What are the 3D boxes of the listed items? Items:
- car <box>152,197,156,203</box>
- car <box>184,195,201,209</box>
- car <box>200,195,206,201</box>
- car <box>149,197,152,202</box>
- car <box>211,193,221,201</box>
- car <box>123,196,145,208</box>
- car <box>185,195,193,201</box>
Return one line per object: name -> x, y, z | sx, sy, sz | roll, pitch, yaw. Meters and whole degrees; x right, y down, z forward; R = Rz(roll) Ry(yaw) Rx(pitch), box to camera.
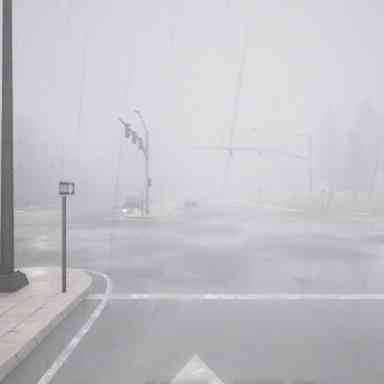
car -> -8.538, 1.601, 68.951 | 1.895, 1.301, 4.718 | 0, 0, -1
car -> -0.153, 1.526, 44.823 | 1.812, 1.442, 4.674 | 0, 0, -1
car -> 2.693, 1.524, 85.929 | 1.812, 1.442, 4.674 | 0, 0, -1
car -> -8.429, 1.504, 57.067 | 1.837, 1.490, 4.892 | 0, 0, 0
car -> 6.193, 1.225, 85.939 | 2.150, 2.045, 5.566 | 0, 0, -1
car -> -8.282, 1.352, 46.767 | 2.097, 1.767, 4.553 | 0, 0, -1
car -> -0.806, 1.500, 85.866 | 1.837, 1.490, 4.892 | 0, 0, -1
